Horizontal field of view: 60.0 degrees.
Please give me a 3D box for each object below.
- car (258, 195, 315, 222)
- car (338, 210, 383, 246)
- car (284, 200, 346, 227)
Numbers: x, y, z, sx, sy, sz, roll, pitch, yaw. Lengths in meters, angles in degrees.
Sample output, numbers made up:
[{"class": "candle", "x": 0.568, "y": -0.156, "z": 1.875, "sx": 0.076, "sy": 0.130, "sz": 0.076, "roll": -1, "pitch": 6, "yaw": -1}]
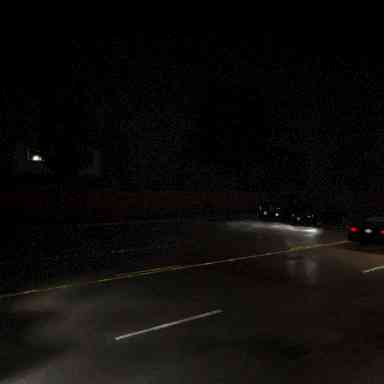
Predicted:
[{"class": "car", "x": 7.756, "y": 1.231, "z": 26.594, "sx": 5.566, "sy": 2.045, "sz": 2.150, "roll": 0, "pitch": 0, "yaw": -36}, {"class": "car", "x": 8.787, "y": 1.554, "z": 14.185, "sx": 5.357, "sy": 1.411, "sz": 2.033, "roll": 0, "pitch": 0, "yaw": -36}, {"class": "car", "x": 8.934, "y": 1.513, "z": 23.134, "sx": 4.892, "sy": 1.490, "sz": 1.837, "roll": 0, "pitch": 0, "yaw": -36}]
